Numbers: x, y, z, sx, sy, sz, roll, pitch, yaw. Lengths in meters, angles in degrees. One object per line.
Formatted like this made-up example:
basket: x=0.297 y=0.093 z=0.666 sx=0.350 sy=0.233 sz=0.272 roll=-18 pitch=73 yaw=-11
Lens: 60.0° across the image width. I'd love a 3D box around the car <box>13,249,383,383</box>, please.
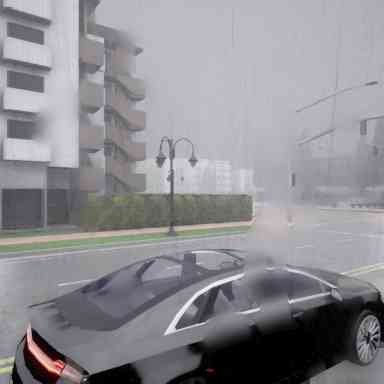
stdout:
car: x=0.551 y=1.492 z=4.150 sx=4.902 sy=1.511 sz=2.128 roll=0 pitch=0 yaw=-35
